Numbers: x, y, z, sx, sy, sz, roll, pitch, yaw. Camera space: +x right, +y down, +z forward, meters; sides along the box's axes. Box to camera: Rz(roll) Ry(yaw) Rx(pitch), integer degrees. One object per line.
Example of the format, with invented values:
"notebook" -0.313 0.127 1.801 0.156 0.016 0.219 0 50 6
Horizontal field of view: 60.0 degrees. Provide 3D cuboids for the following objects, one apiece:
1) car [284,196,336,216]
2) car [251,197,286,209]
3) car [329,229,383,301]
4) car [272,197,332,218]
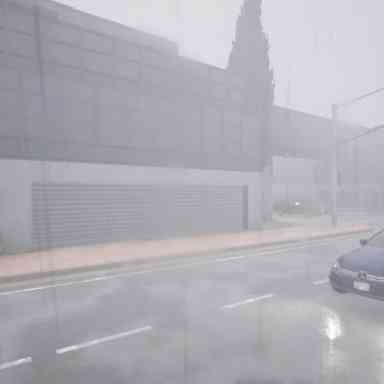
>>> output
"car" 11.789 1.352 33.423 2.097 1.767 4.553 0 0 -37
"car" 10.704 1.505 46.939 1.837 1.490 4.892 0 0 -37
"car" 5.113 1.526 7.660 4.674 1.442 1.812 0 0 -35
"car" 9.700 1.492 30.366 2.128 1.511 4.902 0 0 -37
